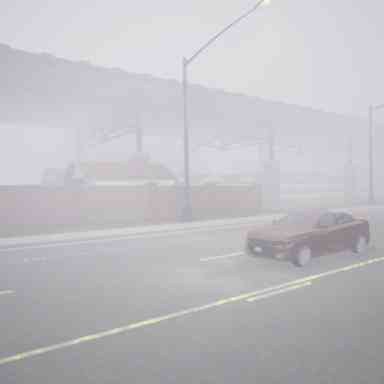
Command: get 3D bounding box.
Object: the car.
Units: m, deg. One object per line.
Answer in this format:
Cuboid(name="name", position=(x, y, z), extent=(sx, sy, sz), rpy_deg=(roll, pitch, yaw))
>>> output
Cuboid(name="car", position=(3.952, 1.343, 11.082), extent=(5.008, 1.535, 1.882), rpy_deg=(-1, 1, -35))
